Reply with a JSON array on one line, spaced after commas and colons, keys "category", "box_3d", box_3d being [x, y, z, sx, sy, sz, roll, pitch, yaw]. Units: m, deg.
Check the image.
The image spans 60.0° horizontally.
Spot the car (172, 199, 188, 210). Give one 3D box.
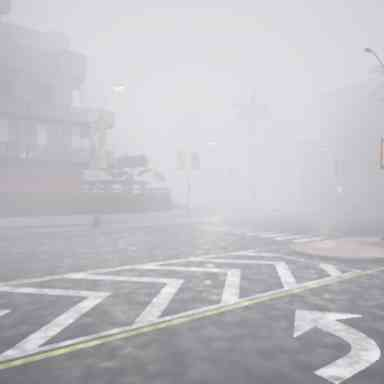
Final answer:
[{"category": "car", "box_3d": [-2.660, 1.737, 46.447, 2.033, 1.411, 5.357, 1, 0, -35]}]
